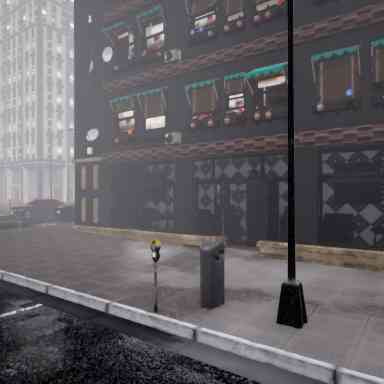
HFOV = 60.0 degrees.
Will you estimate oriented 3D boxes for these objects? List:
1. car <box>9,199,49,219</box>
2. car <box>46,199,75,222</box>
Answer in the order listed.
[{"bbox_3d":[-11.911,1.262,26.331,1.812,1.442,4.674,0,1,35],"label":"car"},{"bbox_3d":[-7.274,1.279,22.840,1.947,1.339,4.313,1,1,35],"label":"car"}]
